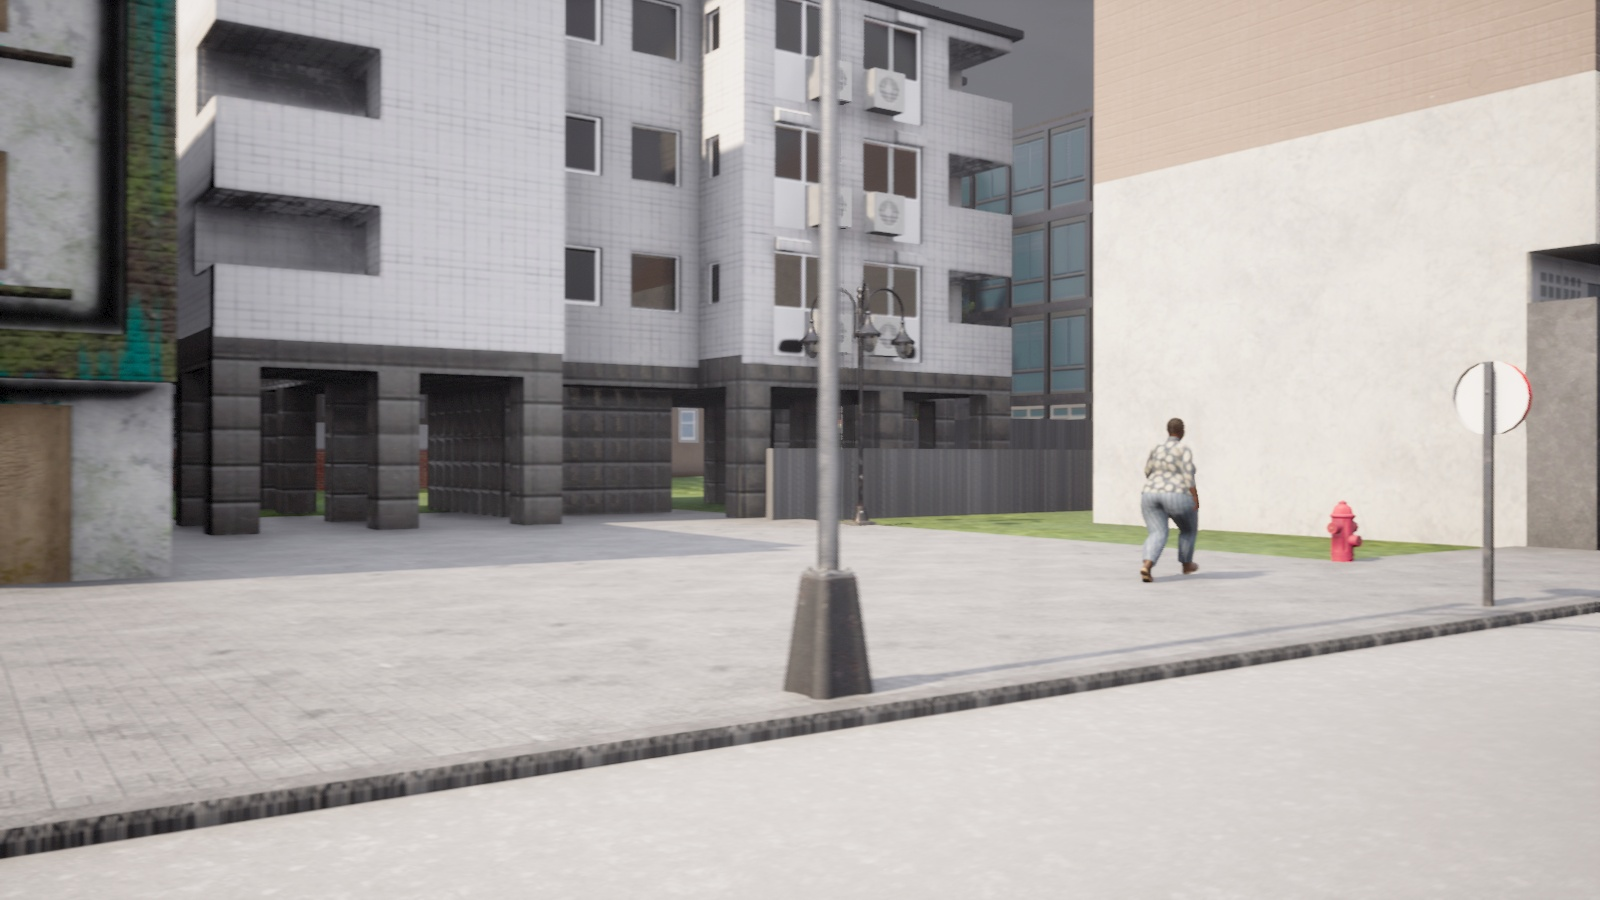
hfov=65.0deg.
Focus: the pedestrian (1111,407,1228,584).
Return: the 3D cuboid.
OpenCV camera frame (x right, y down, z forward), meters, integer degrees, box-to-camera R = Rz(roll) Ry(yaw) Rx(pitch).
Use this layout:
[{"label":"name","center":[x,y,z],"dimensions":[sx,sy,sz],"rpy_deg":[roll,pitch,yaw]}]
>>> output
[{"label":"pedestrian","center":[4.055,0.480,13.787],"dimensions":[0.900,1.855,0.874],"rpy_deg":[0,0,-41]}]
